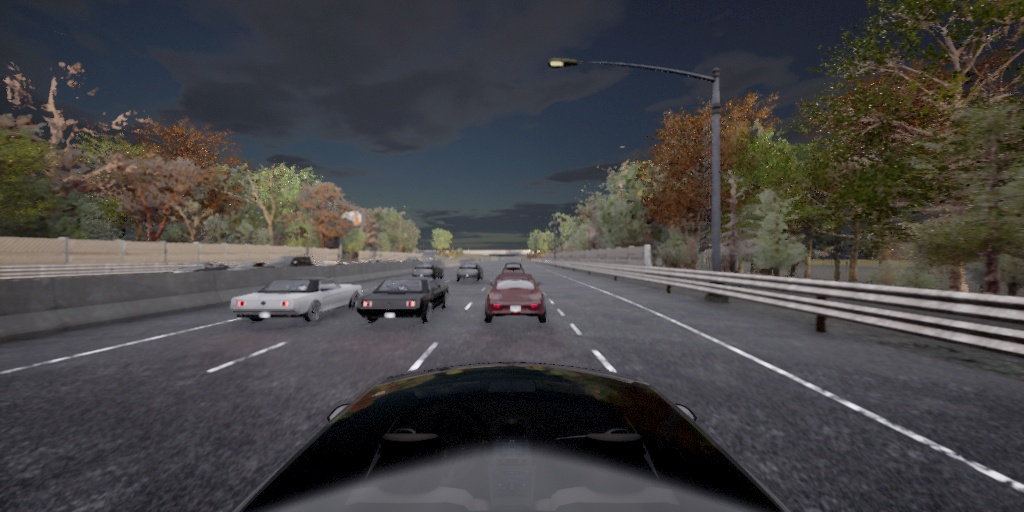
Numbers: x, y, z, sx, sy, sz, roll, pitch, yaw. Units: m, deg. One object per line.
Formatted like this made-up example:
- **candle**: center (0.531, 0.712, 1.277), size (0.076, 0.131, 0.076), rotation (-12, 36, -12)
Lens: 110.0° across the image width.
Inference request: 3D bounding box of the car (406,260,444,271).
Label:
- **car**: center (-6.897, 1.294, 29.790), size (2.128, 1.511, 4.902), rotation (0, 0, 0)

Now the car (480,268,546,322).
- **car**: center (0.101, 1.292, 12.223), size (1.812, 1.442, 4.674), rotation (0, 0, 0)

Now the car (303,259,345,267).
- **car**: center (-17.592, 1.292, 34.634), size (1.882, 1.535, 5.008), rotation (0, 0, 0)

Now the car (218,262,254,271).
- **car**: center (-24.591, 1.317, 33.812), size (1.837, 1.490, 4.892), rotation (0, 0, 0)

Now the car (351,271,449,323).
- **car**: center (-3.397, 1.367, 12.212), size (1.895, 1.301, 4.718), rotation (0, 0, 0)

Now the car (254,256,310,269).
- **car**: center (-21.091, 1.033, 33.926), size (2.150, 2.045, 5.566), rotation (0, 0, 0)

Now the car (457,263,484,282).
- **car**: center (-3.398, 1.294, 29.783), size (2.128, 1.511, 4.902), rotation (0, 0, 0)

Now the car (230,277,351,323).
- **car**: center (-6.896, 1.367, 12.236), size (1.895, 1.301, 4.718), rotation (0, 0, 0)

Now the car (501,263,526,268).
- **car**: center (0.102, 1.308, 29.828), size (1.837, 1.490, 4.892), rotation (0, 0, 0)

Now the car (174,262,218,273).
- **car**: center (-28.091, 1.302, 32.666), size (2.128, 1.511, 4.902), rotation (0, 0, 0)
